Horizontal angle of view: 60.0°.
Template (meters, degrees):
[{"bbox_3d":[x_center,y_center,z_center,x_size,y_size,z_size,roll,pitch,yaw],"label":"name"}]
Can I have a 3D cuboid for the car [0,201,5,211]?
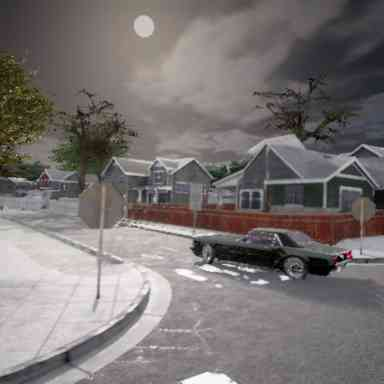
[{"bbox_3d":[-25.300,1.571,42.337,1.812,1.442,4.674,4,-3,-41],"label":"car"}]

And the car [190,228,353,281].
[{"bbox_3d":[2.253,1.774,10.352,4.718,1.301,1.895,1,-3,39],"label":"car"}]
